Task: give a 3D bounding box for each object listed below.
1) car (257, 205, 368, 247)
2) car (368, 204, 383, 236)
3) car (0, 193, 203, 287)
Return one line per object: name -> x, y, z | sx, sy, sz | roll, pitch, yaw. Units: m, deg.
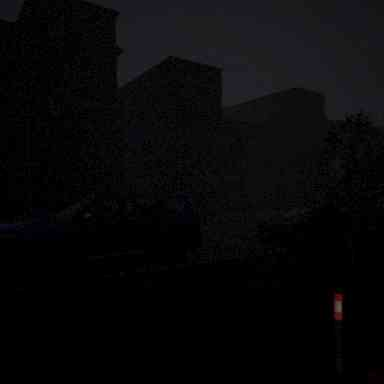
car -> 4.967, 1.334, 14.164 | 5.008, 1.535, 2.097 | 0, 0, -33
car -> 9.474, 1.365, 17.388 | 4.892, 1.521, 2.231 | 0, 0, -33
car -> -2.314, 1.039, 8.955 | 5.566, 2.045, 2.435 | 0, 0, -33
